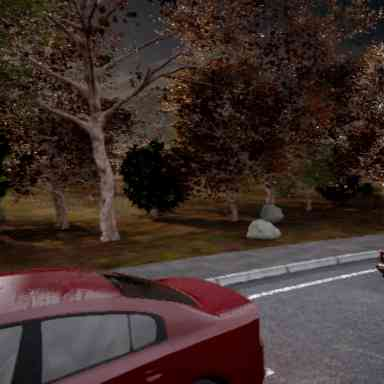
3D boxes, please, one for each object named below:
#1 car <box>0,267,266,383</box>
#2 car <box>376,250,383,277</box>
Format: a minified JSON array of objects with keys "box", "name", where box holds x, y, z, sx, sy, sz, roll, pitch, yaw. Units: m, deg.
[{"box":[-1.642,1.451,2.483,5.008,1.535,1.882,-1,1,-35],"name":"car"},{"box":[6.357,1.445,7.367,4.718,1.301,1.895,-1,2,-27],"name":"car"}]
